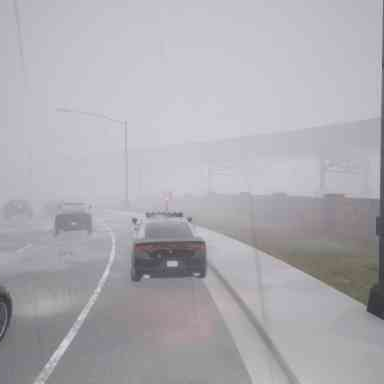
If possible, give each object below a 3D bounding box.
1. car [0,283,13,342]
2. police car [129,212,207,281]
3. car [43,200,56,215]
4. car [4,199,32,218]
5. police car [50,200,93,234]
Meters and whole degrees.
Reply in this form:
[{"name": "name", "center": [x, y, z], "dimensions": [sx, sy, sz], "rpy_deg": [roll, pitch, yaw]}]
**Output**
[{"name": "car", "center": [-3.657, 1.529, 3.322], "dimensions": [1.812, 1.442, 4.674], "rpy_deg": [0, 0, -3]}, {"name": "police car", "center": [-0.852, 1.422, 10.087], "dimensions": [1.930, 1.638, 5.238], "rpy_deg": [0, 0, -9]}, {"name": "car", "center": [-14.065, 1.556, 34.209], "dimensions": [2.128, 1.511, 4.902], "rpy_deg": [-1, 0, -33]}, {"name": "car", "center": [-16.670, 1.449, 31.752], "dimensions": [2.097, 1.767, 4.553], "rpy_deg": [-1, 0, -32]}, {"name": "police car", "center": [-6.910, 1.446, 19.557], "dimensions": [1.930, 1.638, 5.238], "rpy_deg": [0, 0, -18]}]
